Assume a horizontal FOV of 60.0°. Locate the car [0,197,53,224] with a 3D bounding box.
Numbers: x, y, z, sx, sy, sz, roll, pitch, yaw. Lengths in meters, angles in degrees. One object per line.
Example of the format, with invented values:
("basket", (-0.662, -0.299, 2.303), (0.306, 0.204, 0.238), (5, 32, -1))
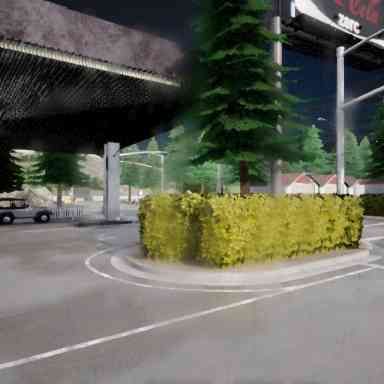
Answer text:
("car", (-12.012, 1.313, 23.449), (3.866, 1.878, 1.905), (0, 0, -36))
